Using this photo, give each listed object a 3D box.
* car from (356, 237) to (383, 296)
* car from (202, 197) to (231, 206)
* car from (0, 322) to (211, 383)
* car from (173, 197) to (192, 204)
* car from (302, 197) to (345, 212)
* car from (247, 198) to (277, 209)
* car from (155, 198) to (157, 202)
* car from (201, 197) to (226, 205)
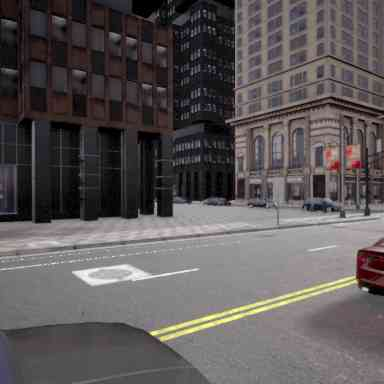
[{"bbox_3d":[5.681,1.477,7.494,5.008,1.535,1.882,0,0,-36],"label":"car"},{"bbox_3d":[3.982,1.593,53.429,2.033,1.411,5.357,0,0,-35],"label":"car"},{"bbox_3d":[-2.334,1.547,1.779,5.357,1.411,2.033,0,0,-35],"label":"car"},{"bbox_3d":[-2.128,1.608,62.138,2.033,1.411,5.357,0,0,-35],"label":"car"},{"bbox_3d":[14.948,1.376,37.897,2.097,1.767,4.553,0,0,-35],"label":"car"},{"bbox_3d":[9.673,1.525,45.363,2.128,1.511,4.902,0,0,-35],"label":"car"},{"bbox_3d":[-6.703,1.595,73.909,2.128,1.511,4.902,0,0,-35],"label":"car"},{"bbox_3d":[3.769,1.569,59.263,1.812,1.442,4.674,0,0,-35],"label":"car"}]
